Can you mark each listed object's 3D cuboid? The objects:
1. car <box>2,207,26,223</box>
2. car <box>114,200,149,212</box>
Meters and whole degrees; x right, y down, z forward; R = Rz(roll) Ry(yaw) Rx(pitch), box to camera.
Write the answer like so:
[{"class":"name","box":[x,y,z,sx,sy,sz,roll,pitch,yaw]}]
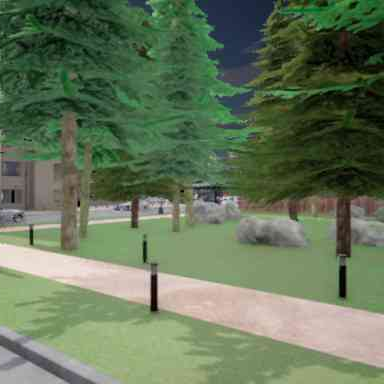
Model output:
[{"class":"car","box":[-14.141,1.536,23.325,1.812,1.442,4.674,0,0,36]},{"class":"car","box":[-7.006,1.537,38.918,1.812,1.442,4.674,0,0,36]}]
